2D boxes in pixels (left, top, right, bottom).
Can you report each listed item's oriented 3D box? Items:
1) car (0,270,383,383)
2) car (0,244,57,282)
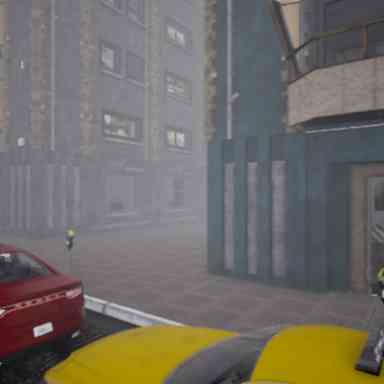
[{"bbox_3d":[0.849,1.522,2.121,4.829,1.417,1.752,1,0,36],"label":"car"},{"bbox_3d":[-3.603,1.501,5.301,4.507,1.381,1.887,1,0,36],"label":"car"}]
